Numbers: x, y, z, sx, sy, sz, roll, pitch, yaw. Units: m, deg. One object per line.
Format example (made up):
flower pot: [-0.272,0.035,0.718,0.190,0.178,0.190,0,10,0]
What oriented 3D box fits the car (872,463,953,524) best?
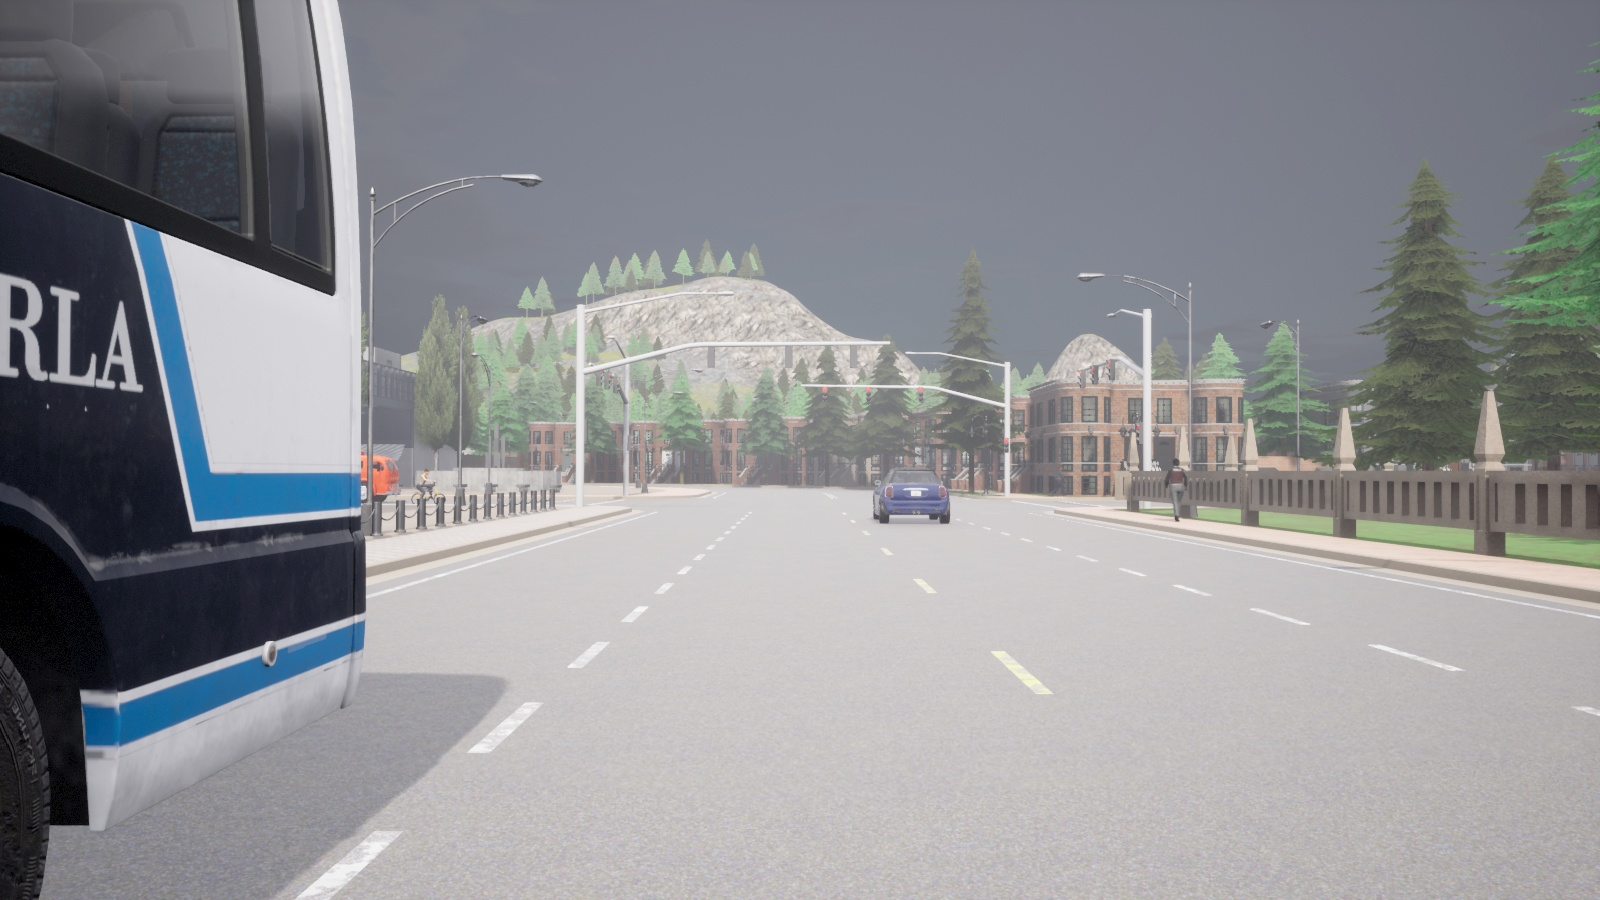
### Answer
car: [3.417,1.313,39.050,2.097,1.767,4.553,0,-1,0]

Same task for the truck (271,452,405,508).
truck: [-21.139,1.378,57.643,5.204,2.467,2.627,0,-1,0]

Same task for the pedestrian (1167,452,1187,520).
pedestrian: [10.852,1.036,36.194,0.402,1.930,0.666,0,-1,4]

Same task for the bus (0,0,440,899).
bus: [-3.506,-0.544,0.234,3.944,4.253,10.273,0,-1,0]

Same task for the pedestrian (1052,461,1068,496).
pedestrian: [14.649,1.597,70.681,0.788,1.949,0.423,0,-1,2]
